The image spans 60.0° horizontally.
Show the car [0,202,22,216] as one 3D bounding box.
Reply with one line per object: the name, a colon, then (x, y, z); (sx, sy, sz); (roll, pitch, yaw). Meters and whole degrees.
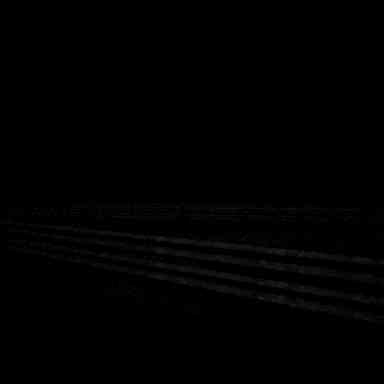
car: (-20.114, 1.694, 34.366); (5.357, 1.411, 2.033); (0, 0, 19)
